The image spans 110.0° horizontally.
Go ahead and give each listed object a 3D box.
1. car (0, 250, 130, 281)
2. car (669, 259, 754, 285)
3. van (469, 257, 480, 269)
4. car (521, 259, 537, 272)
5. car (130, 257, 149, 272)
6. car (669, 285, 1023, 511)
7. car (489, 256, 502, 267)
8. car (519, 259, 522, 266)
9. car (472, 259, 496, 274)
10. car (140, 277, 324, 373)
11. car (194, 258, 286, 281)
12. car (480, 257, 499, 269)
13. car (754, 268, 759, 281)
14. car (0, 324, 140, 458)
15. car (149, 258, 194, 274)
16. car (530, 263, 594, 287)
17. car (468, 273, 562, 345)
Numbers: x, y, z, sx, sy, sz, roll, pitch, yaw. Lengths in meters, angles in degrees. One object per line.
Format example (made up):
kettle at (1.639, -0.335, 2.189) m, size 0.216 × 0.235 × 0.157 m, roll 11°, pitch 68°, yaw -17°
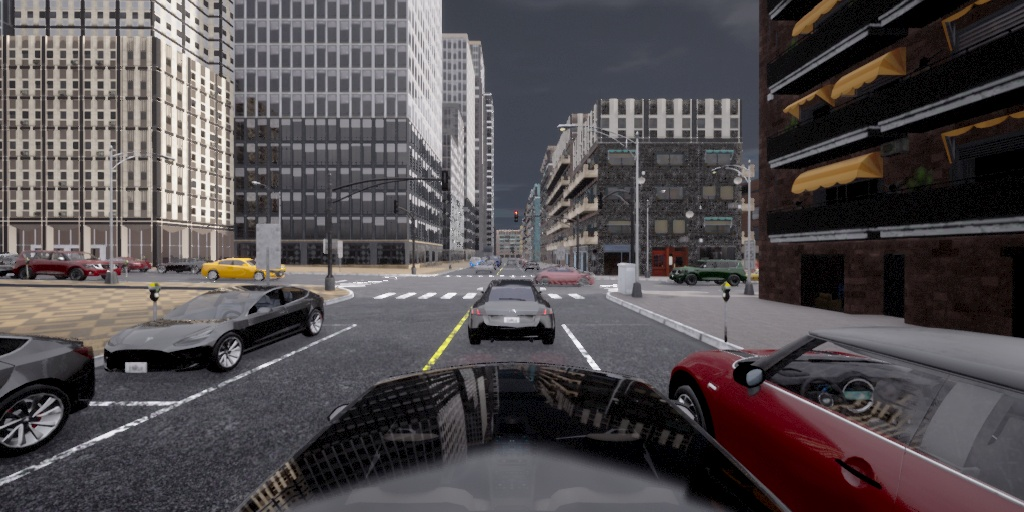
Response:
car at (-27.428, 0.589, 22.129) m, size 5.009 × 1.841 × 2.192 m, roll 0°, pitch 0°, yaw -1°
car at (15.524, 1.288, 28.499) m, size 5.566 × 2.045 × 2.150 m, roll 1°, pitch 0°, yaw -1°
van at (-5.812, 1.094, 57.221) m, size 1.690 × 1.789 × 3.998 m, roll 0°, pitch 0°, yaw 0°
car at (2.592, 1.317, 47.274) m, size 1.948 × 1.339 × 4.313 m, roll 0°, pitch 0°, yaw 0°
car at (-33.169, 0.725, 30.434) m, size 4.207 × 1.307 × 1.802 m, roll 0°, pitch 0°, yaw -1°
car at (2.693, 1.190, 2.384) m, size 1.967 × 1.591 × 4.097 m, roll 0°, pitch 0°, yaw 0°
car at (-3.205, 0.976, 62.318) m, size 2.150 × 2.045 × 5.566 m, roll 0°, pitch 0°, yaw 0°
car at (2.568, 1.298, 57.241) m, size 1.888 × 1.381 × 4.507 m, roll 0°, pitch 0°, yaw 0°
car at (-3.187, 1.351, 41.855) m, size 1.895 × 1.301 × 4.718 m, roll 0°, pitch 0°, yaw 0°
car at (-5.699, 1.315, 7.610) m, size 1.948 × 1.339 × 4.313 m, roll 0°, pitch 0°, yaw 0°
car at (-18.511, 0.912, 24.840) m, size 5.008 × 1.535 × 1.882 m, roll 2°, pitch 0°, yaw -1°
car at (-3.205, 1.257, 51.844) m, size 1.837 × 1.490 × 4.892 m, roll 0°, pitch 0°, yaw 0°
car at (21.302, 1.696, 31.172) m, size 4.829 × 1.417 × 1.751 m, roll 0°, pitch 0°, yaw -1°
car at (-5.688, 1.316, 2.364) m, size 1.948 × 1.339 × 4.313 m, roll 0°, pitch 0°, yaw 0°
car at (-27.550, 0.814, 30.510) m, size 4.313 × 1.339 × 1.948 m, roll 0°, pitch 0°, yaw -1°
car at (3.608, 1.414, 25.138) m, size 4.181 × 1.385 × 1.994 m, roll 1°, pitch 0°, yaw -1°
car at (-0.013, 1.313, 9.540) m, size 1.994 × 1.385 × 4.181 m, roll 0°, pitch 0°, yaw 0°
